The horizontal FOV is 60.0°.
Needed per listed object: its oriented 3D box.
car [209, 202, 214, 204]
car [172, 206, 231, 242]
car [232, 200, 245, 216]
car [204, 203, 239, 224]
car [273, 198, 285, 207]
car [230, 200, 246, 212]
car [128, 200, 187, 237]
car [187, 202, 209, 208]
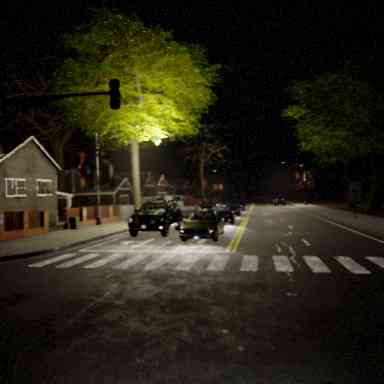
[{"bbox_3d":[1.948,1.963,40.992,2.128,1.511,4.902,-2,-1,11],"label":"car"},{"bbox_3d":[0.694,1.757,18.064,2.033,1.411,5.357,-2,-1,11],"label":"car"},{"bbox_3d":[4.511,1.907,37.271,2.033,1.411,5.357,-2,-1,11],"label":"car"},{"bbox_3d":[2.487,1.842,27.084,1.994,1.385,4.181,-2,-1,11],"label":"car"},{"bbox_3d":[16.020,1.883,60.893,1.837,1.490,4.892,-2,-1,11],"label":"car"},{"bbox_3d":[6.615,1.918,47.639,1.882,1.535,5.008,-2,-1,12],"label":"car"},{"bbox_3d":[-2.117,1.534,20.659,2.150,2.045,5.566,-2,-1,11],"label":"car"},{"bbox_3d":[-0.096,1.938,30.762,2.033,1.411,5.357,-2,-1,11],"label":"car"}]
